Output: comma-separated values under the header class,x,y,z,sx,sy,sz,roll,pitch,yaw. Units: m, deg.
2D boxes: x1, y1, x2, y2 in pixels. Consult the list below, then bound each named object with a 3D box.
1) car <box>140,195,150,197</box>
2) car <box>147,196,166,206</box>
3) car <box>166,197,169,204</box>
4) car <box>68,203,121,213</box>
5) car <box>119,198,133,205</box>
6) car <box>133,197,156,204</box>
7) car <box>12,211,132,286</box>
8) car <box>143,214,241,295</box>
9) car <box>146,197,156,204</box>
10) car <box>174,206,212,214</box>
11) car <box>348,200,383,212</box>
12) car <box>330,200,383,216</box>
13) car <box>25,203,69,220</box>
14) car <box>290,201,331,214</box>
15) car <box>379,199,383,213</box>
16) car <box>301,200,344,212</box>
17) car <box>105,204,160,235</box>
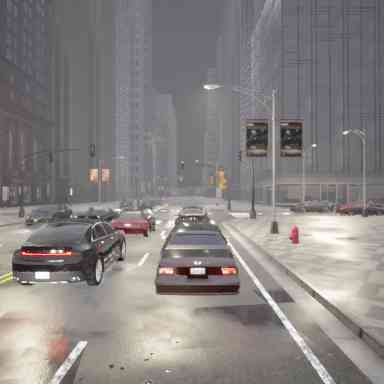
class,x,y,z,sx,sy,sz,roll,pitch,yaw
car,-9.739,1.582,68.542,2.150,2.045,5.566,0,-1,0
car,-6.550,1.850,61.327,2.033,1.411,5.357,0,0,0
car,-6.485,1.774,75.924,2.097,1.767,4.553,0,0,0
car,-6.599,1.657,23.070,1.895,1.301,4.718,0,0,0
car,-9.865,1.732,50.814,1.837,1.490,4.892,0,0,-2
car,-6.330,1.753,44.897,1.994,1.385,4.181,0,0,-3
car,-3.149,1.516,9.437,1.837,1.490,4.892,0,0,0
car,0.108,1.557,8.853,2.033,1.411,5.357,0,0,0
car,-9.734,1.969,79.039,1.812,1.442,4.674,0,0,0
car,0.050,1.543,18.592,1.837,1.490,4.892,0,0,1
car,20.832,1.642,38.930,4.313,1.339,1.947,0,0,-1
car,15.321,1.576,30.320,4.206,1.307,1.802,0,0,-1
car,-9.846,1.562,23.350,1.837,1.490,4.892,0,0,0
car,12.863,1.635,36.051,4.181,1.385,1.994,0,-1,-2
car,23.350,1.514,36.214,5.008,1.535,1.882,0,-1,-1
car,15.192,1.661,38.843,4.313,1.339,1.947,0,0,-1
car,-3.147,1.601,18.338,1.994,1.385,4.181,0,0,0
